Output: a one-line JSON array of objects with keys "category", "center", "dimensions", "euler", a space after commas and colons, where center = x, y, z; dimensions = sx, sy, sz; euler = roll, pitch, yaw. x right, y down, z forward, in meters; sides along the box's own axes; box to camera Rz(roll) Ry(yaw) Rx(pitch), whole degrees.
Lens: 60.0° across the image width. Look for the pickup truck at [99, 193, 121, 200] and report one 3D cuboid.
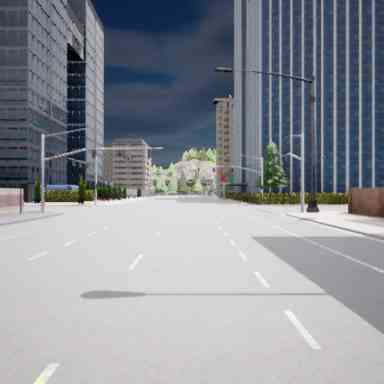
[{"category": "pickup truck", "center": [-21.287, 1.024, 86.835], "dimensions": [2.390, 2.098, 6.274], "euler": [0, 0, 30]}]
